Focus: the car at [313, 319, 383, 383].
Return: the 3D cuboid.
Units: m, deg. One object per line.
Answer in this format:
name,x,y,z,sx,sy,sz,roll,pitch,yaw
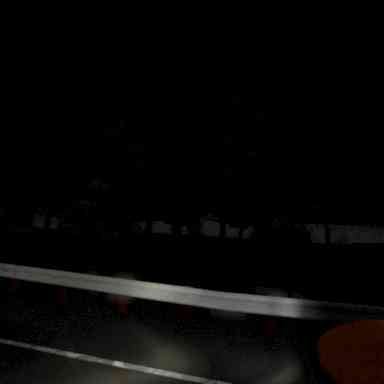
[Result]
car,3.663,1.737,2.745,5.008,1.535,1.882,1,-2,16
